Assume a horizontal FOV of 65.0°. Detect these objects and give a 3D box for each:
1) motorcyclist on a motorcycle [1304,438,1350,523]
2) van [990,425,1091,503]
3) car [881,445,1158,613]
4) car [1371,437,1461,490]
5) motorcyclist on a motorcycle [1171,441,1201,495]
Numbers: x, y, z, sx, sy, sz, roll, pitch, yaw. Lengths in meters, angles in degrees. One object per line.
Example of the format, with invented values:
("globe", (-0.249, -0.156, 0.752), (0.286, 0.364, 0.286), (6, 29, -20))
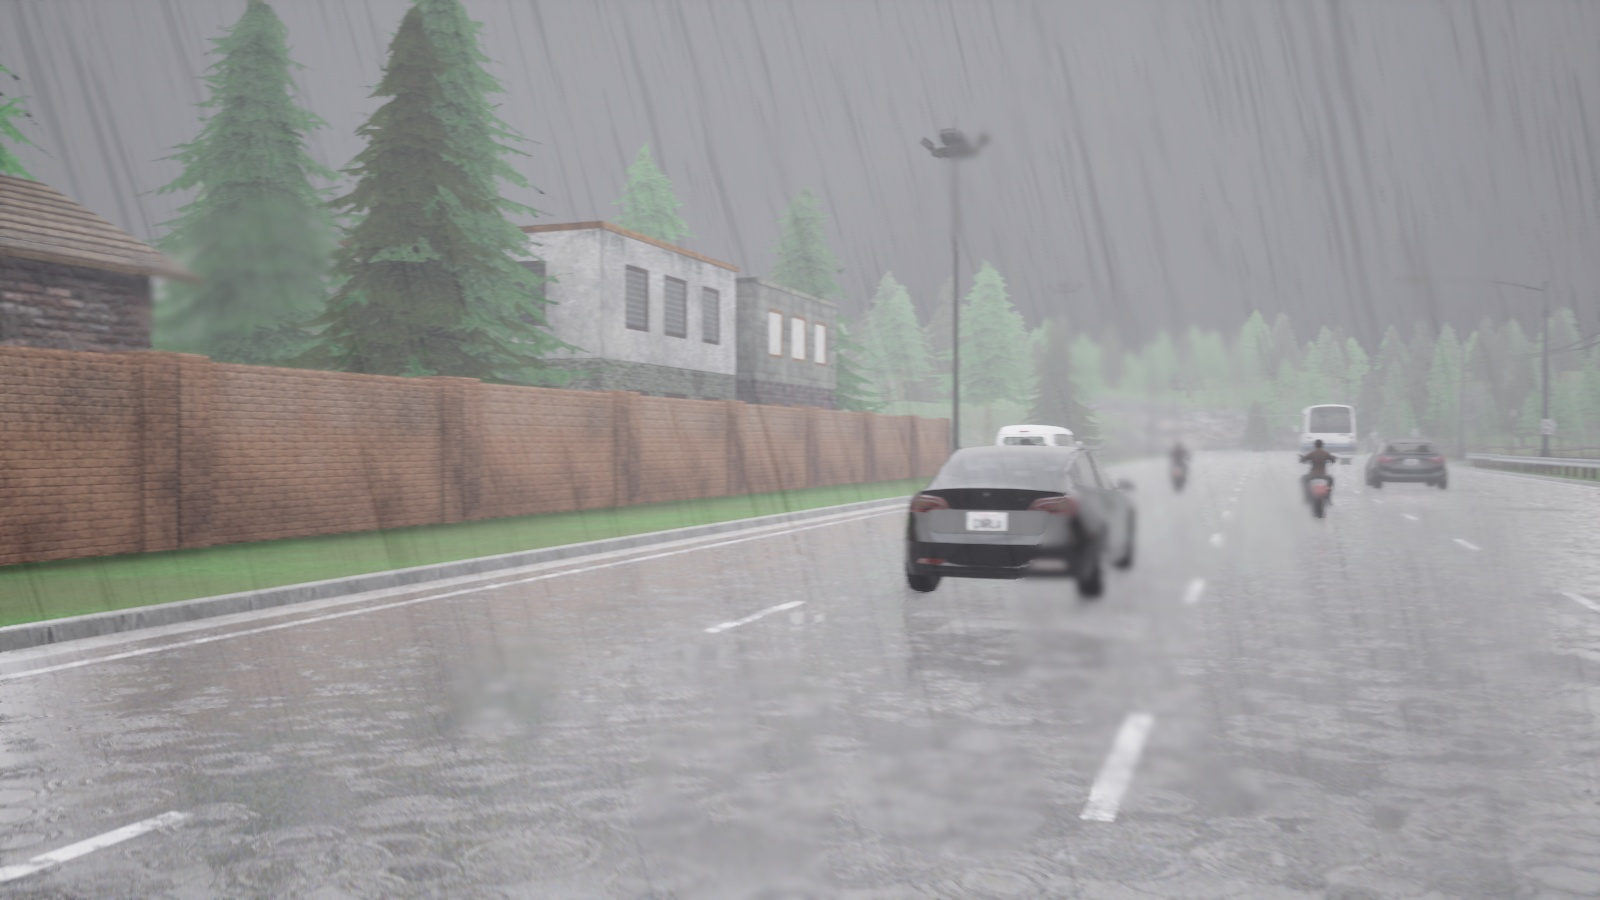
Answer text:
("motorcyclist on a motorcycle", (10.779, 0.594, 25.758), (0.766, 1.649, 2.350), (0, 0, 20))
("van", (6.831, 0.333, 35.252), (2.069, 2.038, 4.480), (0, 1, 20))
("car", (2.610, 0.691, 13.768), (2.163, 1.488, 4.792), (0, 0, 20))
("car", (20.565, 0.422, 42.105), (2.242, 1.667, 4.611), (0, 0, 20))
("motorcyclist on a motorcycle", (12.176, 0.538, 39.613), (0.766, 1.649, 2.350), (0, 0, 20))
